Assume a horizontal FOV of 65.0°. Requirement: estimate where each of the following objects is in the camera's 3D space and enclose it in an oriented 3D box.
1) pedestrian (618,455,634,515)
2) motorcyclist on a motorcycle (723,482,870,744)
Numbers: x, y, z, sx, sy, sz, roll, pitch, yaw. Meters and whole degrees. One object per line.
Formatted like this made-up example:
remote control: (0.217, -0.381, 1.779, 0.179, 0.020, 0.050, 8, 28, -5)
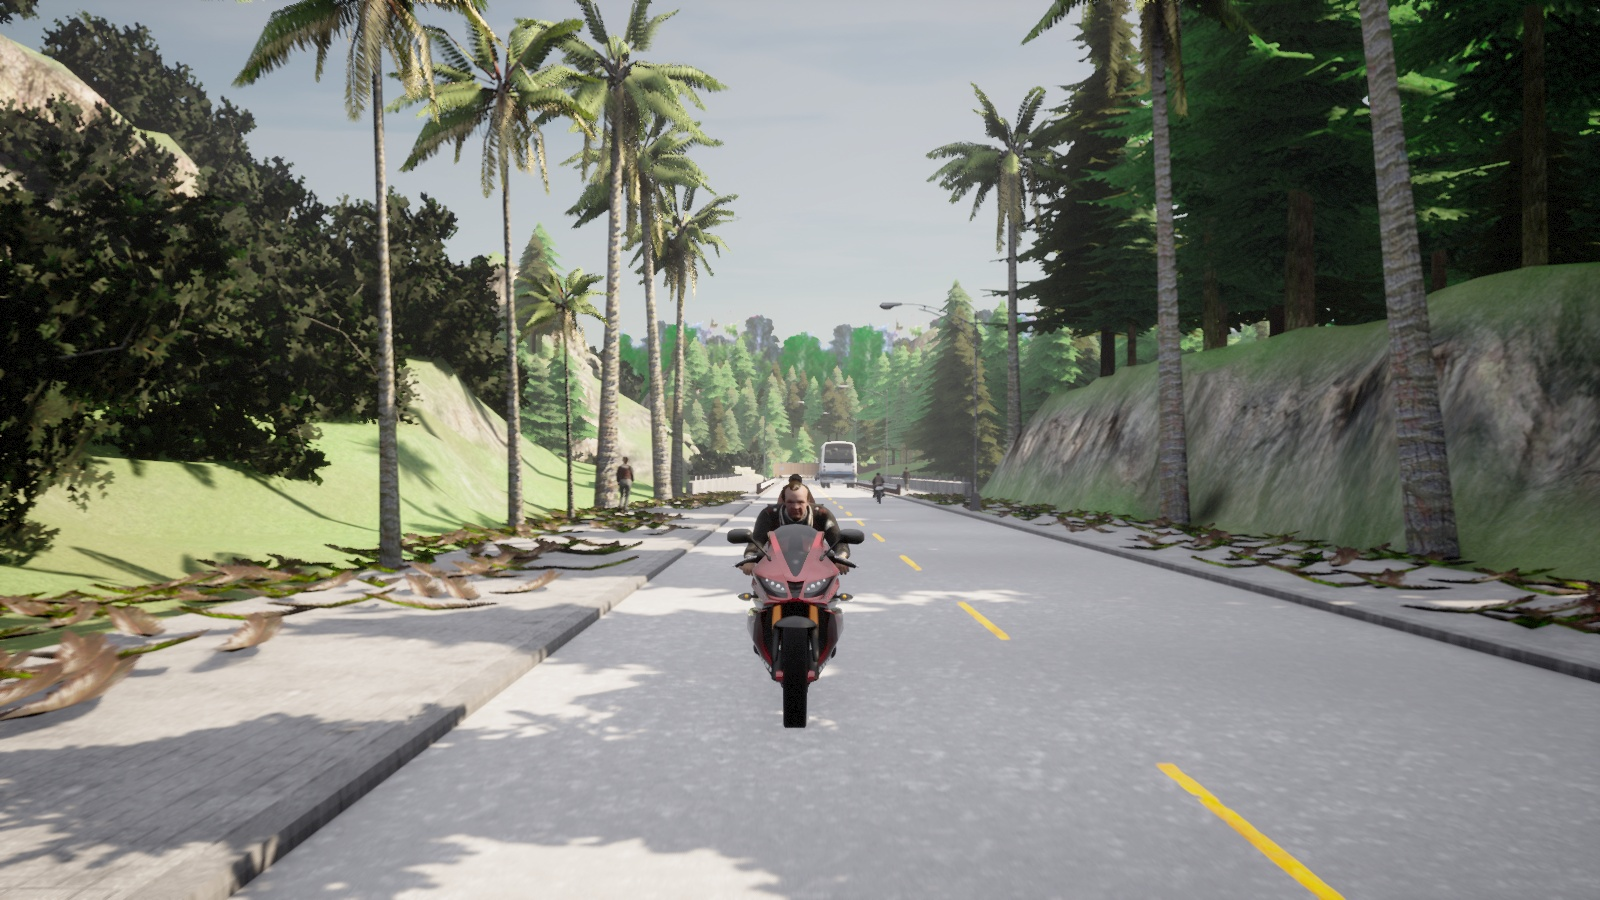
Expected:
pedestrian: (-5.598, 1.123, 40.363, 0.402, 1.930, 0.666, 0, -1, 1)
motorcyclist on a motorcycle: (-0.023, 0.993, 8.542, 0.866, 1.530, 2.191, 0, -1, 0)
